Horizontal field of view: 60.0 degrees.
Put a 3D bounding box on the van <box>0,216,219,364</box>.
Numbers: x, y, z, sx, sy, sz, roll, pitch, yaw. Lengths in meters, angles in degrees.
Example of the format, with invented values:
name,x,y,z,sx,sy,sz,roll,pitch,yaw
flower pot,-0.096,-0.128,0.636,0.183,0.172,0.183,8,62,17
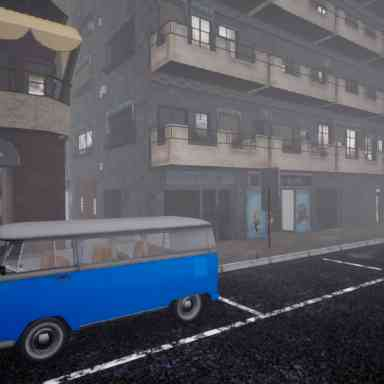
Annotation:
name,x,y,z,sx,sy,sz,roll,pitch,yaw
van,-1.416,1.341,5.557,3.998,1.788,1.690,0,0,-35
